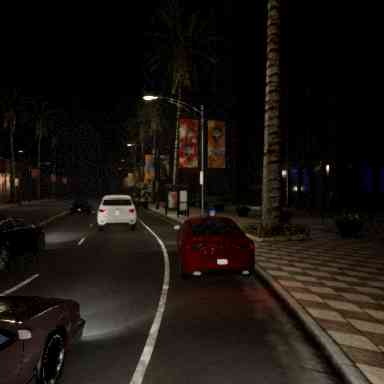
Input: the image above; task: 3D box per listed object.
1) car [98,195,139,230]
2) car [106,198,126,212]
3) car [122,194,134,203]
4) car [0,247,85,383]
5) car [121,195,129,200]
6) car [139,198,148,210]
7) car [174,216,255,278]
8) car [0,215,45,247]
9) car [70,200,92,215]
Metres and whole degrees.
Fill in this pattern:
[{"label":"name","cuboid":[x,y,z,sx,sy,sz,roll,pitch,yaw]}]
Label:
[{"label":"car","cuboid":[-4.777,1.218,21.232,2.150,2.045,5.566,0,0,-13]},{"label":"car","cuboid":[-8.999,1.480,39.147,2.128,1.511,4.902,0,0,-14]},{"label":"car","cuboid":[-13.612,1.336,70.464,2.185,1.767,4.553,0,0,-14]},{"label":"car","cuboid":[-2.581,1.546,2.188,2.033,1.411,5.357,0,0,5]},{"label":"car","cuboid":[-18.549,1.489,91.832,2.161,1.482,4.786,0,0,-14]},{"label":"car","cuboid":[-6.609,1.470,41.936,2.231,1.521,4.892,0,0,-14]},{"label":"car","cuboid":[0.504,1.475,10.222,1.882,1.535,5.008,0,0,-5]},{"label":"car","cuboid":[-6.266,1.487,10.563,2.128,1.511,4.902,0,0,-6]},{"label":"car","cuboid":[-11.408,1.515,34.255,1.812,1.442,4.674,0,0,-14]}]
